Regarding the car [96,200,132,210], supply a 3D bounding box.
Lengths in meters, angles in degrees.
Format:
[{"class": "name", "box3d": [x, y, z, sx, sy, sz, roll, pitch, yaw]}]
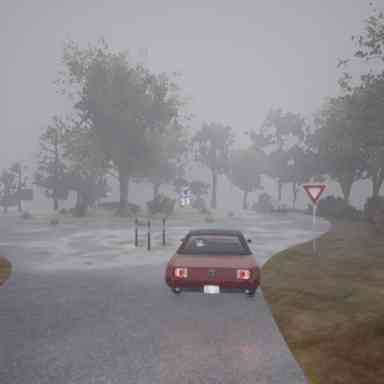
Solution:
[{"class": "car", "box3d": [-10.669, 1.699, 45.436, 4.718, 1.301, 1.895, 0, 0, -19]}]

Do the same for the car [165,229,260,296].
[{"class": "car", "box3d": [0.619, 1.620, 8.706, 1.895, 1.301, 4.718, 0, 0, 6]}]

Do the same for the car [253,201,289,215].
[{"class": "car", "box3d": [8.224, 1.623, 35.108, 2.033, 1.411, 5.357, 0, 0, -12]}]
